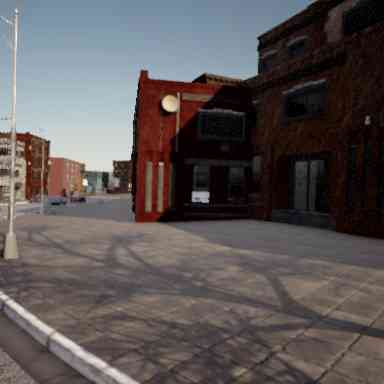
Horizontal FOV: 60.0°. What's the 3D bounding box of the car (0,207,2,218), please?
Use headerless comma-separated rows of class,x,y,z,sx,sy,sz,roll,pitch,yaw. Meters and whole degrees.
car,-14.637,1.210,22.935,1.812,1.442,4.674,2,0,-14

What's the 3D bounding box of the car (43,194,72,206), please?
car,-18.591,1.168,45.857,1.994,1.385,4.181,2,0,-5

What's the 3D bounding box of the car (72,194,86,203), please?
car,-19.665,1.113,57.228,1.812,1.442,4.674,2,0,-5

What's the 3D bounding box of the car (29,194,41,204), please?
car,-22.542,1.051,49.612,1.994,1.385,4.181,2,0,-5
